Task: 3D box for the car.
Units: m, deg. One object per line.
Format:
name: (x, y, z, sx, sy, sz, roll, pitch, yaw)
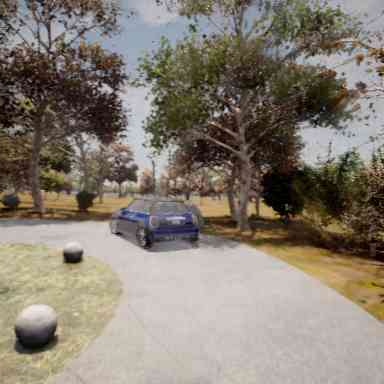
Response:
car: (-1.643, 0.970, 13.203, 2.097, 1.767, 4.553, 0, 2, -31)
